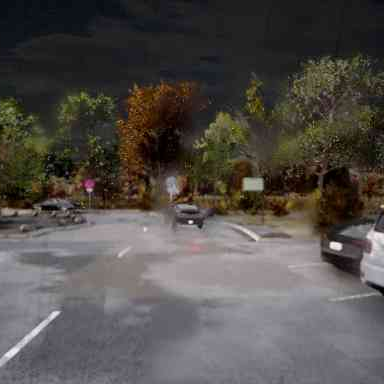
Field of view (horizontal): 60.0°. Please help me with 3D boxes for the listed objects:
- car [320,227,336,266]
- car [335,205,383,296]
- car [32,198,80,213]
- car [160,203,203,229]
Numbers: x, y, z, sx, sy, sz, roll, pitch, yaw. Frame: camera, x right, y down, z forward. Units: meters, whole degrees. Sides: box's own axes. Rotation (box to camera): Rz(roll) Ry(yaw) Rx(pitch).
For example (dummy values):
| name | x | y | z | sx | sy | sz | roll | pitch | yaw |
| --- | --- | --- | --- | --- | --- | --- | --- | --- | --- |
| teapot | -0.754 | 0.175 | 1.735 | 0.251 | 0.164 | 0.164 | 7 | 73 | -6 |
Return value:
| name | x | y | z | sx | sy | sz | roll | pitch | yaw |
| --- | --- | --- | --- | --- | --- | --- | --- | --- | --- |
| car | 5.964 | 1.490 | 9.512 | 4.792 | 1.488 | 2.163 | 1 | 0 | -20 |
| car | 5.969 | 1.218 | 6.487 | 5.566 | 2.045 | 2.435 | 1 | 0 | -20 |
| car | -14.132 | 1.401 | 34.622 | 4.902 | 1.511 | 2.128 | 0 | 0 | 10 |
| car | -0.712 | 1.446 | 21.151 | 1.837 | 1.490 | 4.892 | 2 | 0 | -15 |
